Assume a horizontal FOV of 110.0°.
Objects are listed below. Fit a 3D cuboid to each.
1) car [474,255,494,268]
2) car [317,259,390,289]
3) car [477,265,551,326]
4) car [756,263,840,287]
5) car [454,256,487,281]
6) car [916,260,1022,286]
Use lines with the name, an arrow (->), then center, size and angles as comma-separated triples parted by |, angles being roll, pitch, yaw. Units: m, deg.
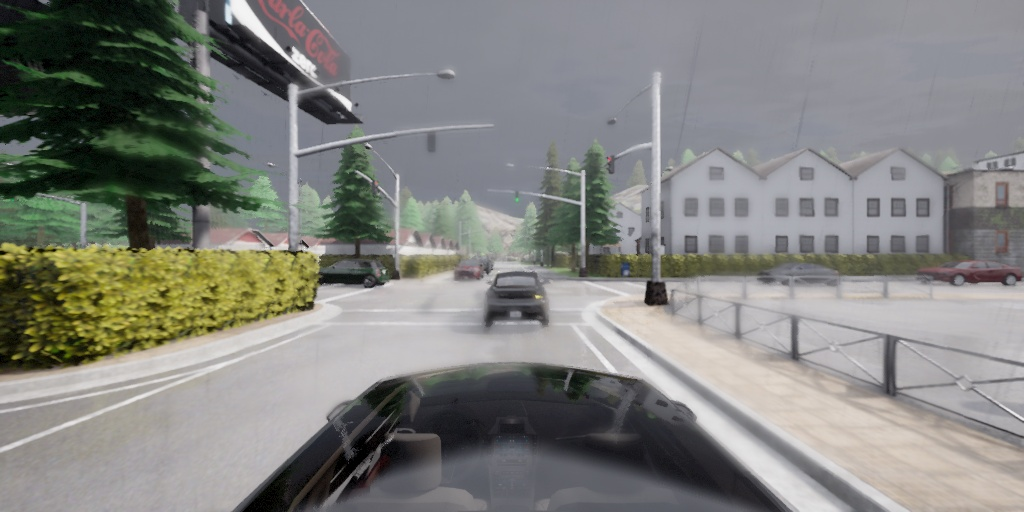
car -> -3.502, 0.940, 39.970 | 2.150, 2.045, 5.566 | 0, 0, 0
car -> -9.922, 0.957, 21.874 | 4.553, 1.767, 2.097 | 3, 0, 0
car -> 0.201, 1.222, 11.687 | 1.837, 1.490, 4.892 | 0, 1, 2
car -> 17.427, 1.105, 21.963 | 4.181, 1.385, 1.994 | 0, 0, 0
car -> -3.502, 1.079, 29.731 | 2.097, 1.767, 4.553 | 0, 0, 0
car -> 27.891, 1.018, 21.998 | 5.008, 1.535, 1.882 | 0, 0, 0
